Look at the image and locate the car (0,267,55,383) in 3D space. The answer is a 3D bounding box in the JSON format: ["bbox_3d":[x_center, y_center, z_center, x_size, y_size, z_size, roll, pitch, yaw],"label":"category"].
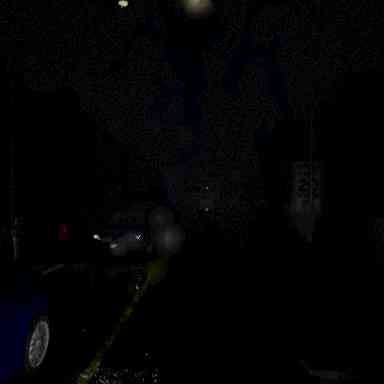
[{"bbox_3d":[-2.786,1.482,2.817,1.812,1.442,4.674,0,0,1],"label":"car"}]

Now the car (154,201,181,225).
[{"bbox_3d":[-1.860,1.390,23.213,2.128,1.511,4.902,0,0,3],"label":"car"}]

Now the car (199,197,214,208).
[{"bbox_3d":[2.115,1.468,47.747,2.128,1.511,4.902,0,0,3],"label":"car"}]

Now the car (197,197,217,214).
[{"bbox_3d":[1.552,1.472,34.679,1.812,1.442,4.674,0,0,3],"label":"car"}]

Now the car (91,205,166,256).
[{"bbox_3d":[-2.335,1.431,12.812,1.812,1.442,4.674,0,0,3],"label":"car"}]
